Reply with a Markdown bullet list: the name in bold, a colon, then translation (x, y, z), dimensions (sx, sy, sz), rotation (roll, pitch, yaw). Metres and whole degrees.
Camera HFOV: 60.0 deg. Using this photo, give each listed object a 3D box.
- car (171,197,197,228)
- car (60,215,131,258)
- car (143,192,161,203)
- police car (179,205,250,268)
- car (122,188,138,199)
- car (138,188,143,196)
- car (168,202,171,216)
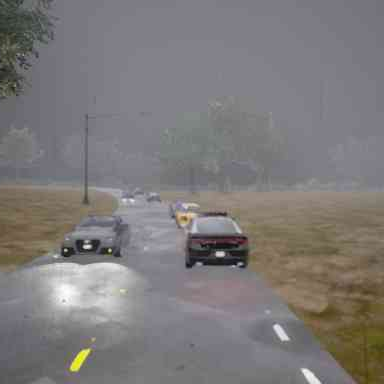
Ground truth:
- **car**: translation (-0.150, 1.421, 21.836), dimensions (1.801, 1.575, 5.366), rotation (-2, 2, -6)
- **car**: translation (-3.506, 1.582, 12.805), dimensions (1.994, 1.385, 4.181), rotation (1, 0, -3)
- **car**: translation (-5.686, 0.740, 48.706), dimensions (1.812, 1.442, 4.674), rotation (1, 2, -14)
- **police car**: translation (0.653, 1.492, 11.682), dimensions (1.930, 1.638, 5.238), rotation (1, 0, -3)
- **car**: translation (-10.703, 0.426, 55.567), dimensions (2.033, 1.411, 5.357), rotation (1, 2, -15)
- **car**: translation (-10.999, -0.059, 66.989), dimensions (1.837, 1.490, 4.892), rotation (1, 3, -20)
- **car**: translation (-0.817, 1.190, 27.654), dimensions (2.097, 1.767, 4.553), rotation (0, 1, -8)
